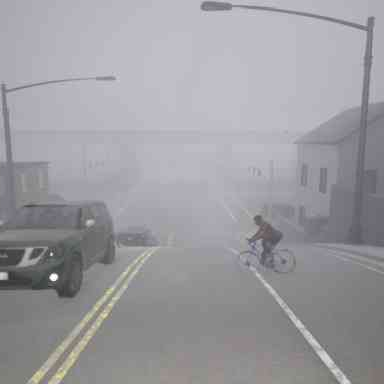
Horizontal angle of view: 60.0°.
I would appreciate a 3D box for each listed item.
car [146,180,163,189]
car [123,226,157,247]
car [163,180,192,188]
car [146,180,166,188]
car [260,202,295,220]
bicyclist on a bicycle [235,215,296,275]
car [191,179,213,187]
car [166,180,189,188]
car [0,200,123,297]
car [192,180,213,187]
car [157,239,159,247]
[{"bbox_3d":[-7.788,-1.689,72.400,4.974,1.542,2.038,8,11,43],"label":"car"},{"bbox_3d":[-3.748,3.000,22.376,1.882,1.535,5.008,0,-11,-1],"label":"car"},{"bbox_3d":[-3.180,-1.694,72.414,4.974,1.542,2.038,-6,10,-36],"label":"car"},{"bbox_3d":[-7.826,-1.850,72.412,4.536,1.218,1.853,8,11,43],"label":"car"},{"bbox_3d":[11.656,2.378,42.813,5.566,2.045,2.150,0,8,1],"label":"car"},{"bbox_3d":[1.973,1.452,9.008,1.656,1.620,0.582,-2,0,1],"label":"bicyclist on a bicycle"},{"bbox_3d":[2.140,-1.971,73.201,4.536,1.218,1.853,4,9,28],"label":"car"},{"bbox_3d":[-3.139,-1.854,72.422,4.536,1.218,1.853,-6,10,-36],"label":"car"},{"bbox_3d":[-3.616,1.254,9.008,2.150,2.045,5.566,0,-1,0],"label":"car"},{"bbox_3d":[2.186,-1.812,73.199,4.974,1.542,2.038,4,9,28],"label":"car"},{"bbox_3d":[-3.798,4.127,27.479,1.895,1.301,4.718,0,-9,-1],"label":"car"}]
